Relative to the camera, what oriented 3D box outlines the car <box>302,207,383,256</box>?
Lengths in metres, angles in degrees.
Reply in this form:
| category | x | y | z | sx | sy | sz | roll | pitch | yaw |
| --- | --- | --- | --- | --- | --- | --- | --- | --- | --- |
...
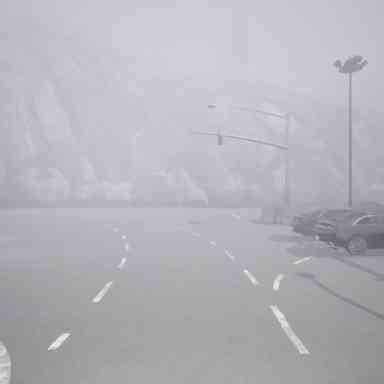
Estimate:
| category | x | y | z | sx | sy | sz | roll | pitch | yaw |
| --- | --- | --- | --- | --- | --- | --- | --- | --- | --- |
| car | 7.021 | 1.466 | 12.373 | 4.902 | 1.511 | 2.128 | 0 | 0 | -3 |

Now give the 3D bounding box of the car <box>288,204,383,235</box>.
| category | x | y | z | sx | sy | sz | roll | pitch | yaw |
| --- | --- | --- | --- | --- | --- | --- | --- | --- | --- |
| car | 7.133 | 1.472 | 15.884 | 4.892 | 1.490 | 1.837 | 0 | 0 | -3 |

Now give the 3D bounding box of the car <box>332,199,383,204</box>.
| category | x | y | z | sx | sy | sz | roll | pitch | yaw |
| --- | --- | --- | --- | --- | --- | --- | --- | --- | --- |
| car | 15.590 | 1.501 | 30.541 | 4.181 | 1.385 | 1.994 | 0 | 0 | -3 |

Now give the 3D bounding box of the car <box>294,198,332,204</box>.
| category | x | y | z | sx | sy | sz | roll | pitch | yaw |
| --- | --- | --- | --- | --- | --- | --- | --- | --- | --- |
| car | 15.299 | 1.462 | 41.041 | 5.357 | 1.411 | 2.033 | 0 | 0 | -3 |
